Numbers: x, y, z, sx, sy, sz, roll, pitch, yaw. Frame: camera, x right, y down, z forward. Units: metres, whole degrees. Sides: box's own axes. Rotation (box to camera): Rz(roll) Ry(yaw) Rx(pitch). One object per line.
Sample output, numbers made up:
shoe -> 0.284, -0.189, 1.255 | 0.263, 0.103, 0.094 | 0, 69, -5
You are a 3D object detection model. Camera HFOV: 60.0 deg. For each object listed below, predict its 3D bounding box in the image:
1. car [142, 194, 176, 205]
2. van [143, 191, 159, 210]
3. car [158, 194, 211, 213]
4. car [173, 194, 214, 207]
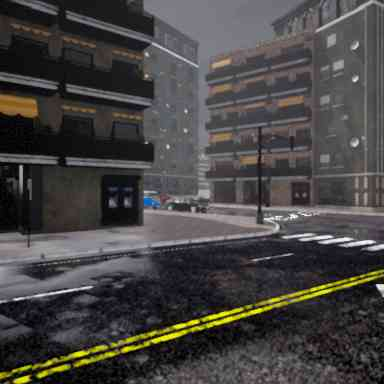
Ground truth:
car -> -4.275, 0.941, 42.708 | 4.206, 1.307, 1.802 | 1, 0, 37
van -> -4.885, 0.803, 32.709 | 3.998, 1.788, 1.690 | 1, 0, 37
car -> -0.464, 1.122, 29.401 | 4.403, 1.369, 2.008 | 1, 0, 37
car -> 0.152, 1.019, 39.401 | 4.403, 1.369, 2.008 | 1, 0, 37
